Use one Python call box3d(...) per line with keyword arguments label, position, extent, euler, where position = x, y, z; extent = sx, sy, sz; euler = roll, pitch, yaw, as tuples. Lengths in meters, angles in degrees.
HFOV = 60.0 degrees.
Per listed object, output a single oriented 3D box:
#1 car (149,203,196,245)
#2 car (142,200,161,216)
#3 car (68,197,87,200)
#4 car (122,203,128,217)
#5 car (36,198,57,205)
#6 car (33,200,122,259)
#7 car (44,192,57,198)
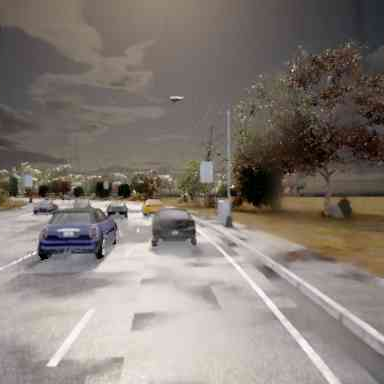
box3d(label="car", position=(-0.939, 1.495, 15.804), extent=(1.882, 1.535, 5.008), euler=(0, 0, -6))
box3d(label="car", position=(-4.024, 1.517, 33.751), extent=(1.882, 1.535, 5.008), euler=(0, 0, -13))
box3d(label="car", position=(-12.069, 1.540, 36.316), extent=(2.128, 1.511, 4.902), euler=(0, 0, -15))
box3d(label="car", position=(-7.121, 1.641, 31.730), extent=(1.895, 1.301, 4.718), euler=(0, 0, -12))
box3d(label="car", position=(-15.361, 1.614, 35.075), extent=(1.994, 1.385, 4.181), euler=(0, 0, -15))
box3d(label="car", position=(-4.160, 1.372, 12.831), extent=(2.097, 1.767, 4.553), euler=(0, 0, -5))
box3d(label="car", position=(-31.019, 0.922, 72.625), extent=(2.150, 2.045, 5.566), euler=(0, 0, -31))
